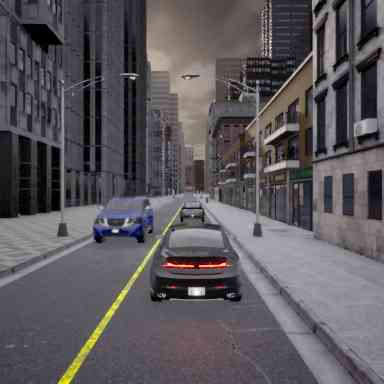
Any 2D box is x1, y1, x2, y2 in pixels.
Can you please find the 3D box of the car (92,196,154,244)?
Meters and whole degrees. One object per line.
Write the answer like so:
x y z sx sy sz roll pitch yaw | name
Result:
-3.132 1.229 16.333 2.150 2.045 5.566 0 0 0 | car

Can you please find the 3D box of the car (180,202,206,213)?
0.046 1.509 26.311 2.128 1.511 4.902 0 0 0 | car

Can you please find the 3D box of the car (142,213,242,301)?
0.085 1.507 8.292 1.837 1.490 4.892 0 0 0 | car
